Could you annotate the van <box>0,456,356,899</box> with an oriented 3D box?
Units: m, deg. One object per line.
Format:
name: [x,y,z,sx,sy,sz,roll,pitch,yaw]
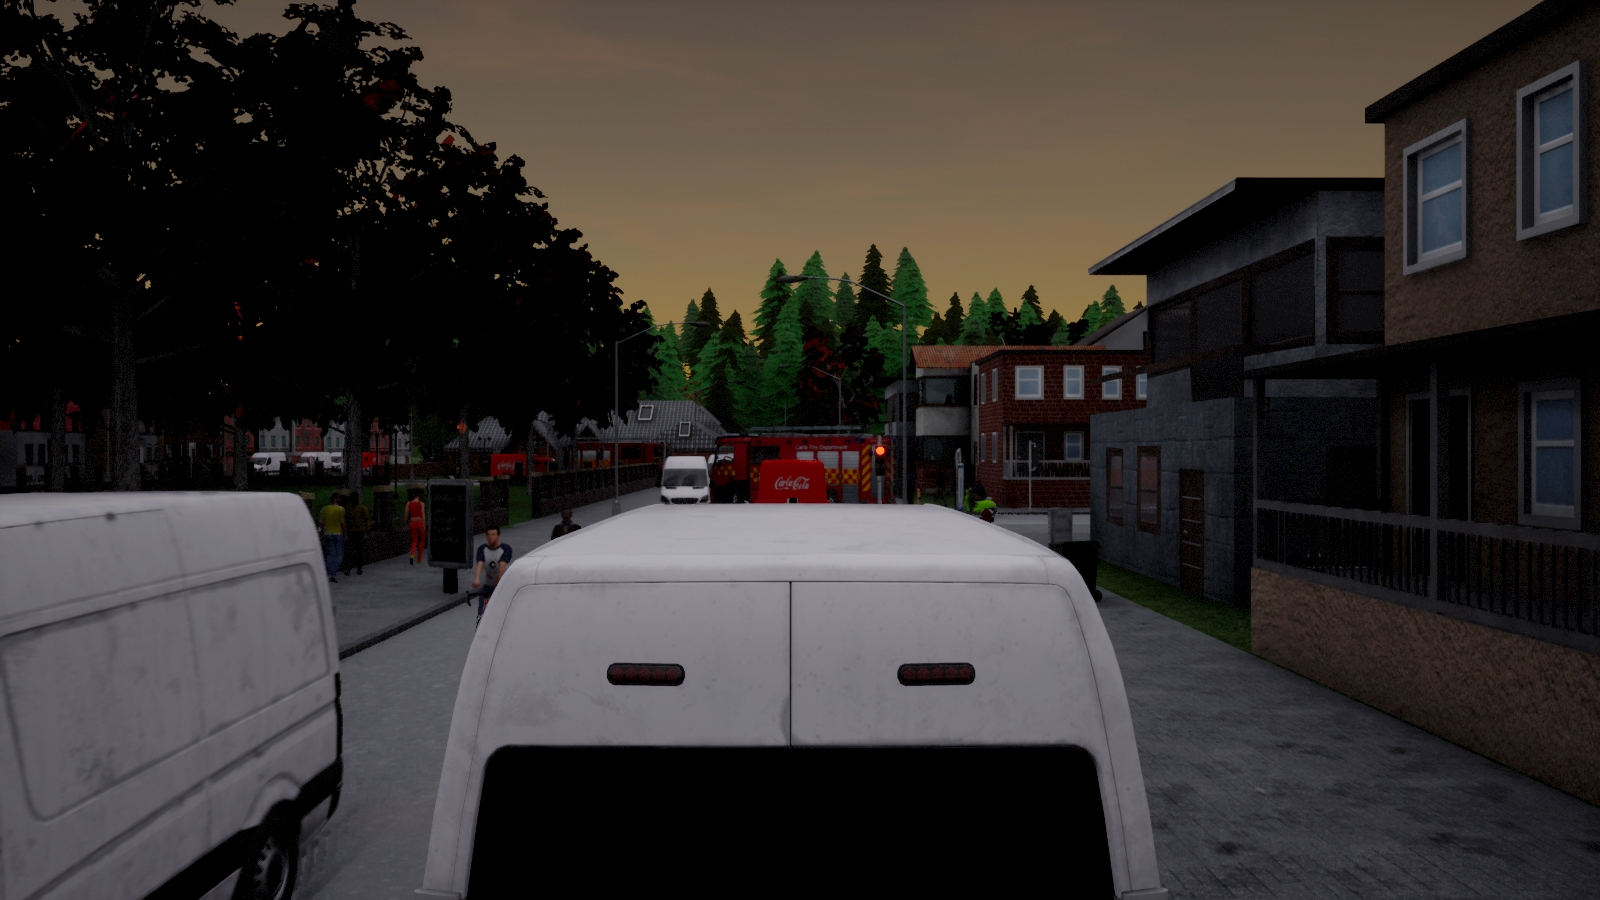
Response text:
van: [-4.015,1.315,4.867,1.988,2.561,5.915,0,0,0]

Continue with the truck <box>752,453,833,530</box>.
truck: [-0.258,1.348,39.562,2.627,2.467,5.204,0,0,0]

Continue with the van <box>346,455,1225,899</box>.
van: [-0.041,1.314,5.541,1.988,2.561,5.915,0,0,0]

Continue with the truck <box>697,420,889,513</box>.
truck: [-0.420,0.671,50.638,8.468,3.827,2.891,0,0,37]

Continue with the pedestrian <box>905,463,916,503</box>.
pedestrian: [5.085,1.516,52.590,0.375,1.860,0.375,0,0,-27]

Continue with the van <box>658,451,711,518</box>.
van: [-4.642,1.315,46.486,1.988,2.561,5.915,0,0,-4]

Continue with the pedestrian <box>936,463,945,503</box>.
pedestrian: [6.497,1.517,52.902,0.375,1.860,0.375,0,0,-4]

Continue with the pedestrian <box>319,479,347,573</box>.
pedestrian: [-9.384,1.526,22.977,0.375,1.860,0.375,0,0,10]

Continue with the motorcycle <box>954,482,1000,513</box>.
motorcycle: [7.357,1.962,47.597,1.805,1.236,0.856,0,0,3]

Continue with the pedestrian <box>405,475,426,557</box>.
pedestrian: [-8.911,1.525,26.514,0.375,1.860,0.375,0,0,-3]

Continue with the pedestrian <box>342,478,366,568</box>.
pedestrian: [-9.366,1.525,23.995,0.375,1.860,0.375,0,0,-5]

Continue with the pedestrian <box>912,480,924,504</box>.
pedestrian: [5.369,1.896,51.808,0.500,1.100,0.500,0,0,12]
